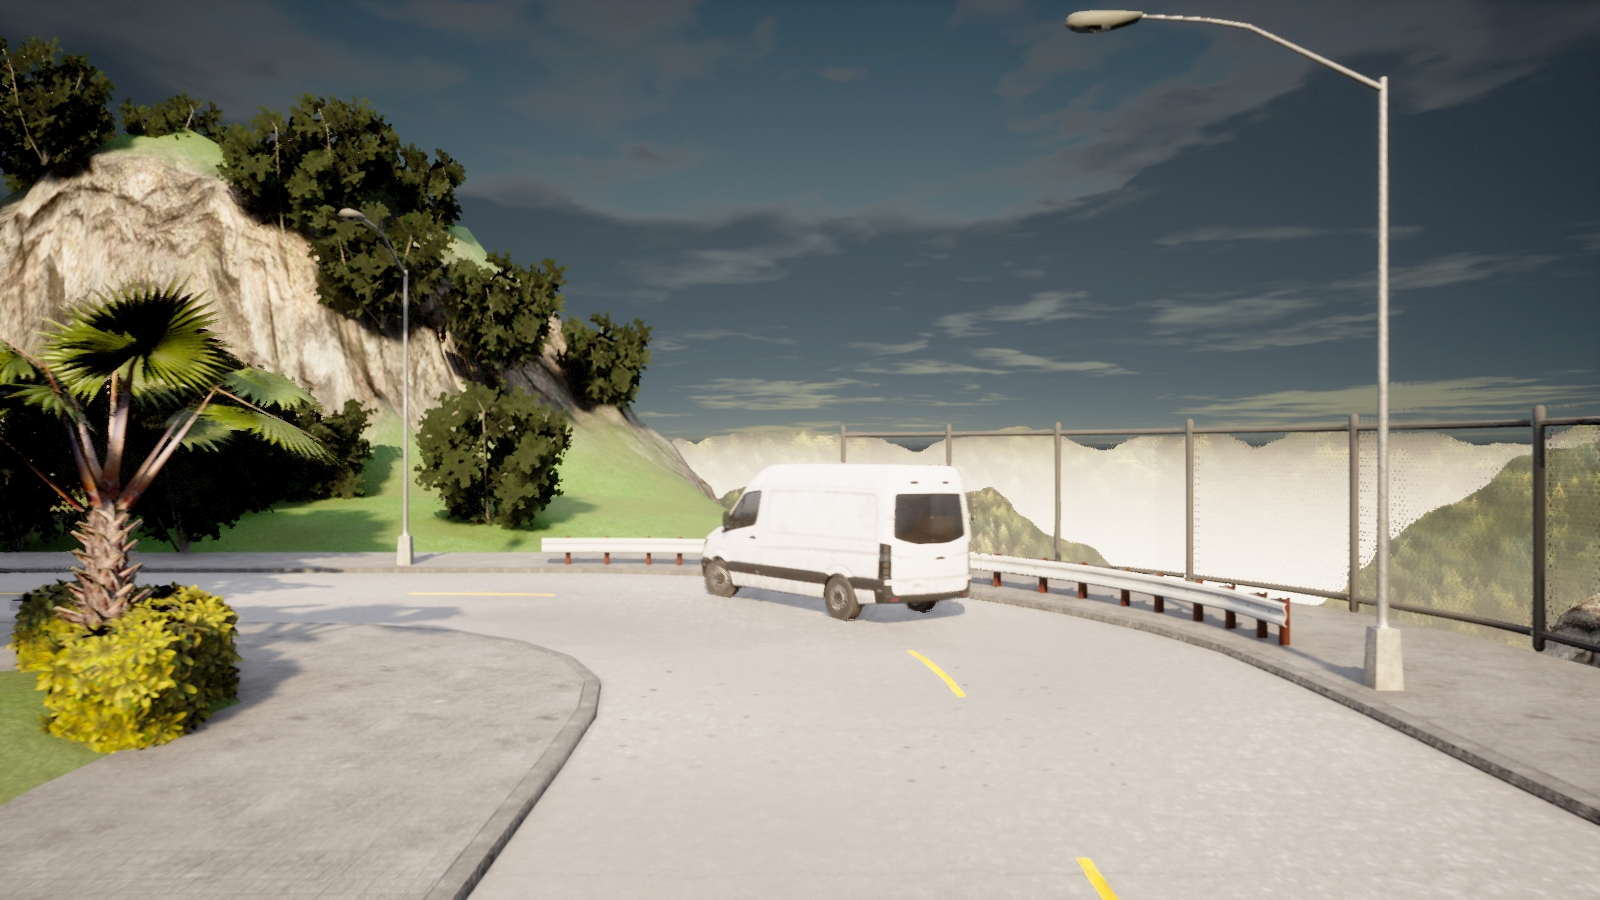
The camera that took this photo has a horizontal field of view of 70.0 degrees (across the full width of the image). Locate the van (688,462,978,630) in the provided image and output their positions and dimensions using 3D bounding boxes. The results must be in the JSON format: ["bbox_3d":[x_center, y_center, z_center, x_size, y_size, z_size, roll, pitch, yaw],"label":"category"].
[{"bbox_3d":[0.377,1.535,20.720,1.988,2.561,5.915,1,-1,-37],"label":"van"}]
